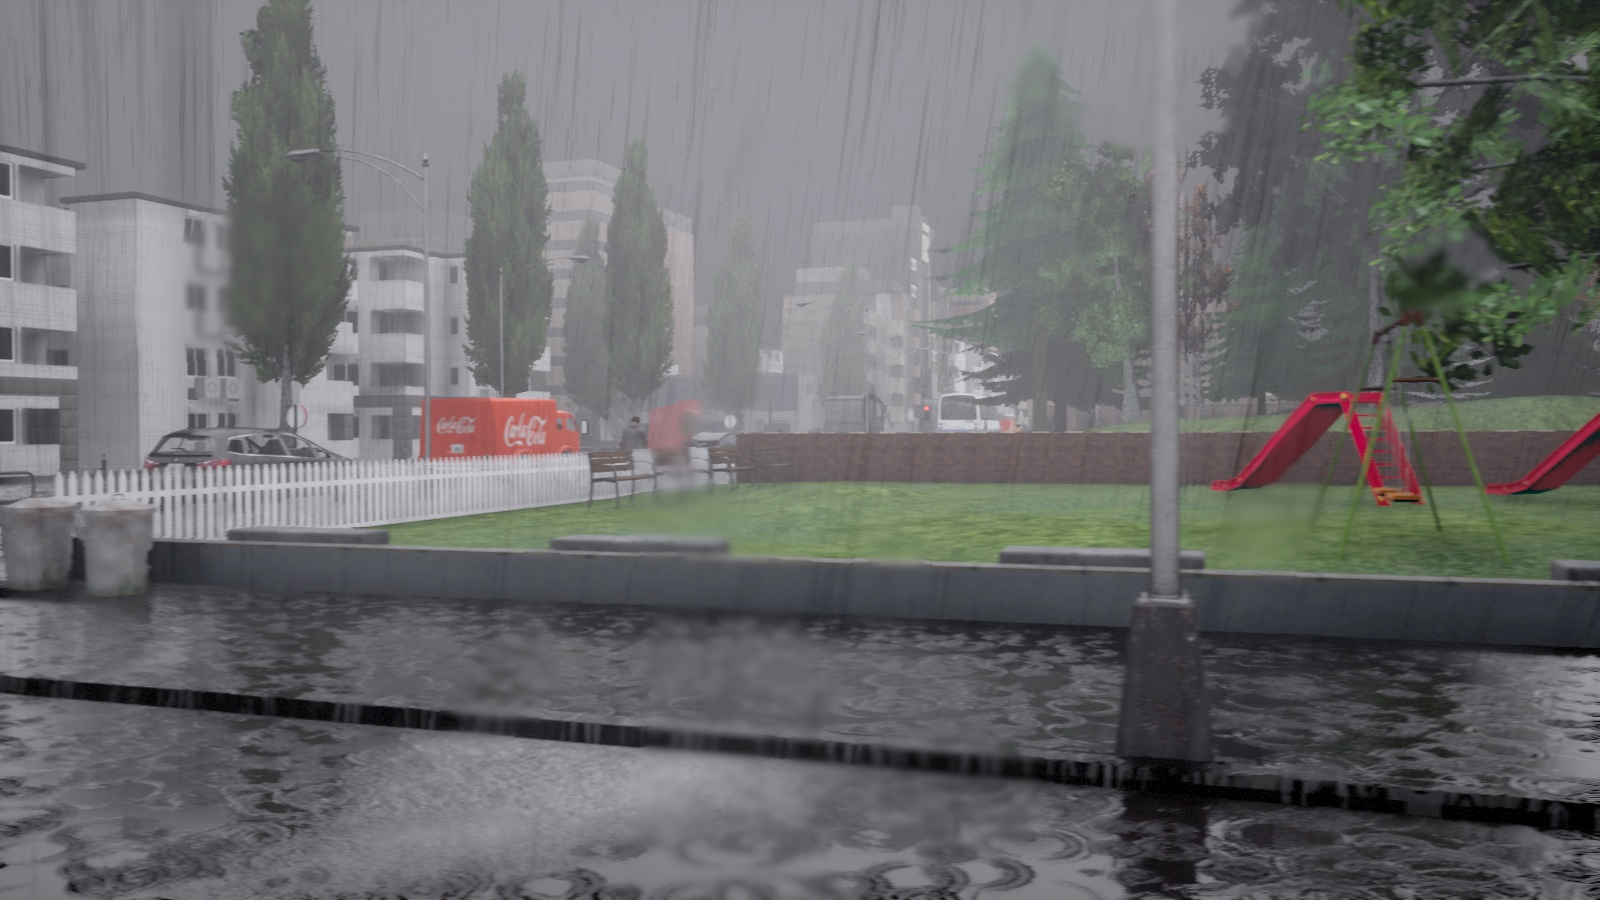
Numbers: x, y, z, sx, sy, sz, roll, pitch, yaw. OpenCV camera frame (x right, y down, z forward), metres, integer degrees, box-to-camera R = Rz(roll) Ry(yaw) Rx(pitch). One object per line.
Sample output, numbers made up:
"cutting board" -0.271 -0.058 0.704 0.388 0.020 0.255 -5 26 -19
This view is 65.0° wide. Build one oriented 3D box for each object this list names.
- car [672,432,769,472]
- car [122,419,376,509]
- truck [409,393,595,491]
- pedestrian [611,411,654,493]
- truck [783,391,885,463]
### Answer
"car" -3.069 0.022 49.527 2.163 1.488 4.792 1 1 19
"car" -11.121 0.216 25.786 2.242 1.667 4.611 1 1 19
"truck" -8.082 -0.247 34.715 2.627 2.467 5.204 1 1 19
"pedestrian" -4.031 0.037 30.209 0.659 1.952 0.873 1 1 24
"truck" 1.866 -1.176 64.190 2.891 3.462 7.936 1 1 20
